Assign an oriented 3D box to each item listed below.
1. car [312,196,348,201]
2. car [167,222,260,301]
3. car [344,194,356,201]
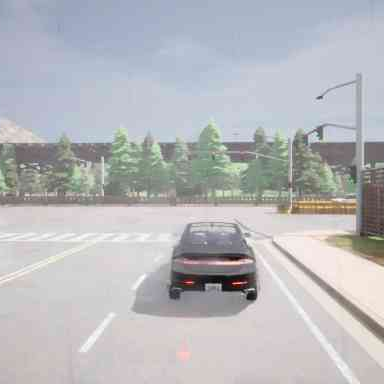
[{"bbox_3d":[14.550,1.491,37.950,4.902,1.511,2.128,0,0,1],"label":"car"},{"bbox_3d":[0.511,1.492,8.374,2.128,1.511,4.902,0,0,3],"label":"car"},{"bbox_3d":[19.831,1.222,41.332,5.566,2.045,2.150,0,0,2],"label":"car"}]
